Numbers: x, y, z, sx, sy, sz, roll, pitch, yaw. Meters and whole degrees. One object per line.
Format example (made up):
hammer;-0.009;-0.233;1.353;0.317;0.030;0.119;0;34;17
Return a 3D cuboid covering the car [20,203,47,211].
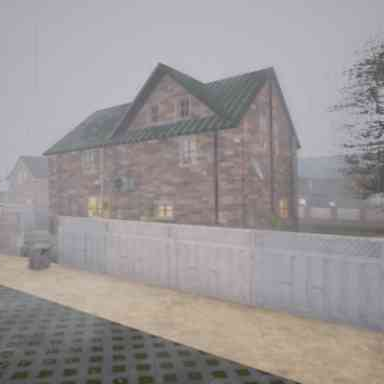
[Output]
car;-15.418;1.865;30.958;2.097;1.767;4.553;-1;-2;36
